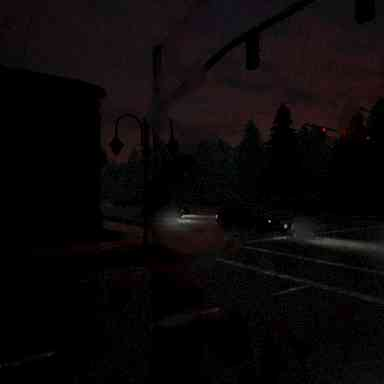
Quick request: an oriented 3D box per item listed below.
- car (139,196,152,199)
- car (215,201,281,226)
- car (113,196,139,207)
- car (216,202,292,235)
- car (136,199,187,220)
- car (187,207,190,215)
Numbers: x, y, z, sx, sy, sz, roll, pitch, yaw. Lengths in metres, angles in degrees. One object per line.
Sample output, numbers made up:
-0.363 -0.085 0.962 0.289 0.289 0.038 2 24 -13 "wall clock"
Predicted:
-7.925 1.500 53.810 1.837 1.490 4.892 0 -1 -35 "car"
3.942 1.504 24.316 1.837 1.490 4.892 0 0 -35 "car"
-10.485 1.352 51.359 2.097 1.767 4.553 0 0 -35 "car"
3.386 1.491 19.005 2.128 1.511 4.902 0 0 -35 "car"
-2.626 1.564 27.587 1.994 1.385 4.181 0 0 -36 "car"
-2.017 1.564 32.849 1.994 1.385 4.181 0 0 -35 "car"
